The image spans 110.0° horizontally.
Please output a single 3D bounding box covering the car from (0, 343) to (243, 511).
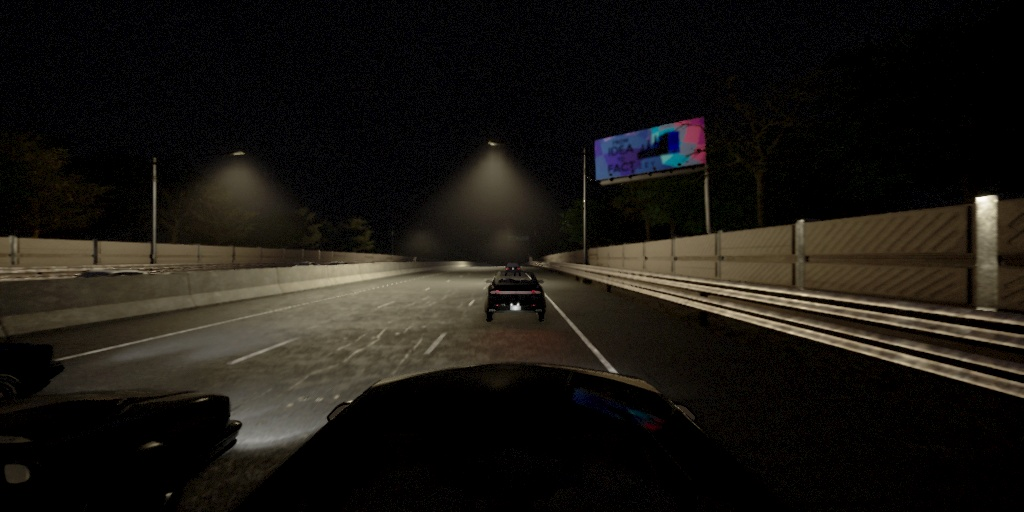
[{"bbox_3d":[-3.400,1.298,0.787,2.033,1.411,5.357,0,0,0],"label":"car"}]

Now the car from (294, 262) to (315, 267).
[{"bbox_3d":[-24.575,1.430,42.957,1.812,1.442,4.674,0,0,0],"label":"car"}]

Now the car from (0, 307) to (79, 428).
[{"bbox_3d":[-6.900,1.352,2.575,1.895,1.301,4.718,0,0,0],"label":"car"}]

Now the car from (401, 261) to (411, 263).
[{"bbox_3d":[-17.528,1.550,58.734,2.128,1.511,4.902,0,-1,1],"label":"car"}]

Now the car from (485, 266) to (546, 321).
[{"bbox_3d":[0.102,1.261,12.578,2.128,1.511,4.902,0,0,0],"label":"car"}]

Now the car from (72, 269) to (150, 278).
[{"bbox_3d":[-17.596,1.306,15.554,1.812,1.442,4.674,0,0,0],"label":"car"}]

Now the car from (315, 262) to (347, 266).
[{"bbox_3d":[-21.076,1.430,42.965,1.812,1.442,4.674,0,0,0],"label":"car"}]

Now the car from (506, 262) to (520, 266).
[{"bbox_3d":[0.110,1.440,41.529,2.033,1.411,5.357,0,0,0],"label":"car"}]
